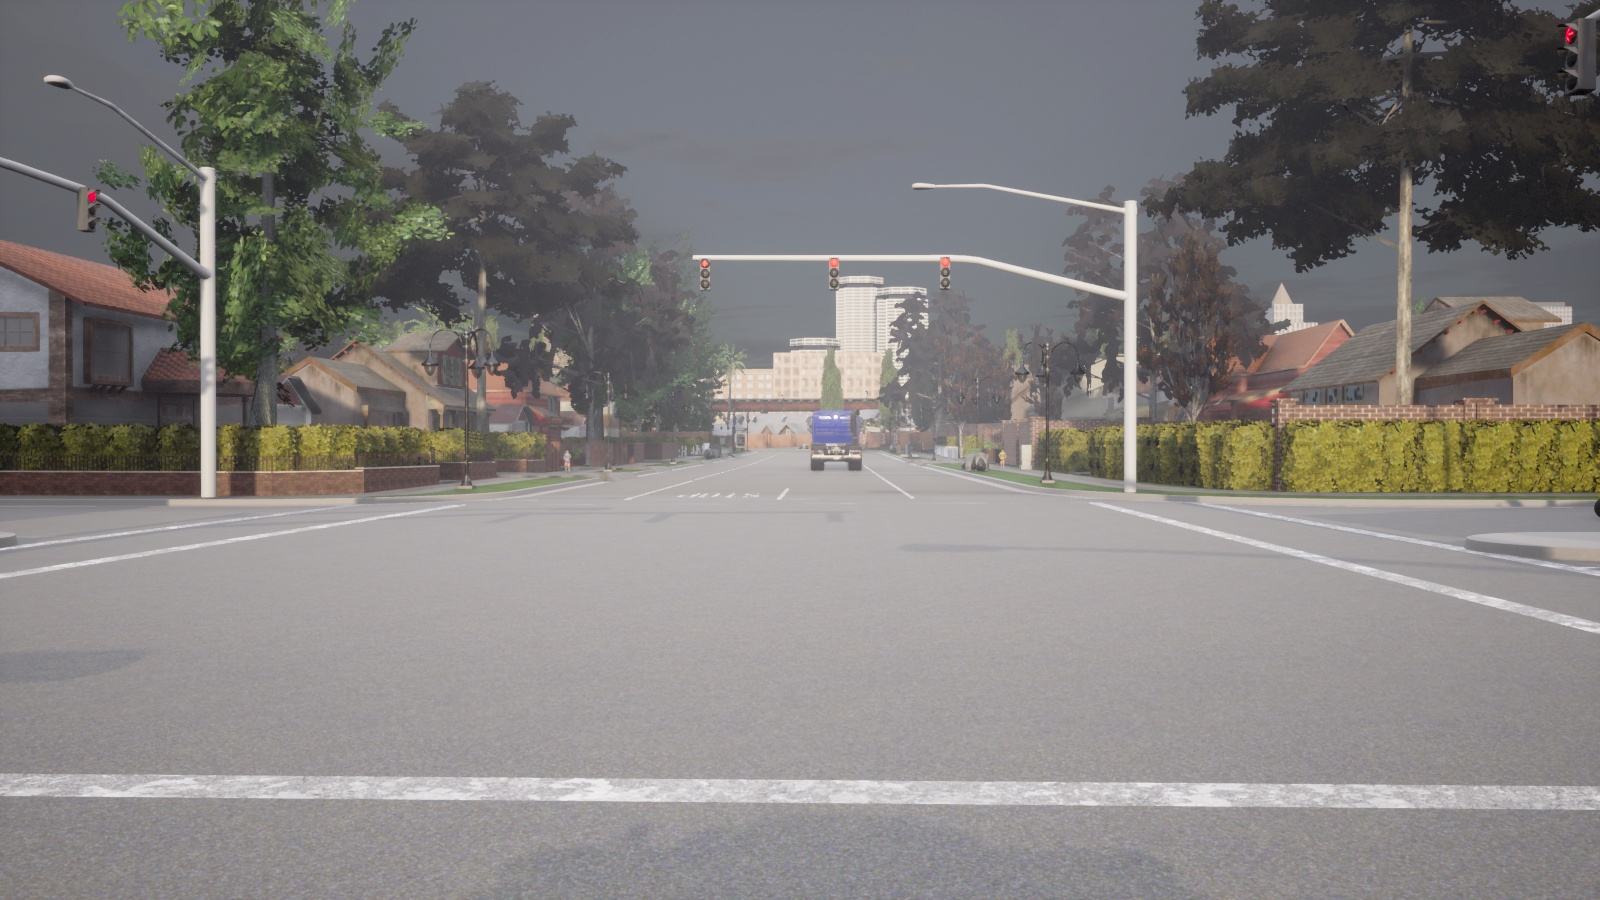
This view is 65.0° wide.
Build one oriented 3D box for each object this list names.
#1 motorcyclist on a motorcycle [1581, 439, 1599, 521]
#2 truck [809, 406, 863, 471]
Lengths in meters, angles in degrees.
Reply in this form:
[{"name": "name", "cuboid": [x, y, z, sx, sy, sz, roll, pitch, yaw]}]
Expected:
[{"name": "motorcyclist on a motorcycle", "cuboid": [16.364, 0.575, 24.398, 1.817, 1.590, 0.866, 0, 0, 1]}, {"name": "truck", "cuboid": [2.024, -0.635, 71.015, 2.891, 3.462, 7.936, 0, 0, 1]}]
